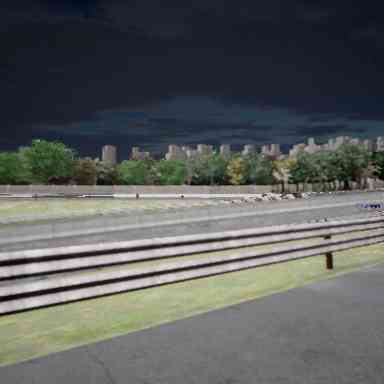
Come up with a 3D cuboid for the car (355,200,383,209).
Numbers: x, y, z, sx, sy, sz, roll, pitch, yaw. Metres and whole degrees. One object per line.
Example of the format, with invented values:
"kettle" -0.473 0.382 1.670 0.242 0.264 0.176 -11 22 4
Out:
"car" 26.608 1.940 49.949 5.008 1.535 1.882 -3 2 -29
